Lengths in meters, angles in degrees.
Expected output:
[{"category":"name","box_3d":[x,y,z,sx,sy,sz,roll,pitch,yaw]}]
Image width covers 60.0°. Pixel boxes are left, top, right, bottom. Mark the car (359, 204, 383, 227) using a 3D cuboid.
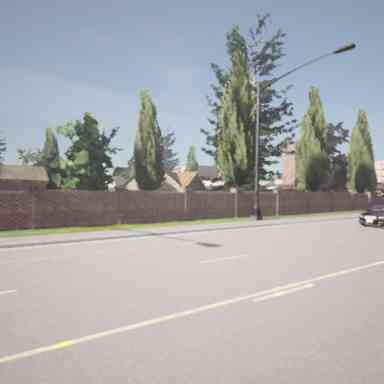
[{"category":"car","box_3d":[13.119,1.550,22.361,4.902,1.511,2.128,0,0,-37]}]
